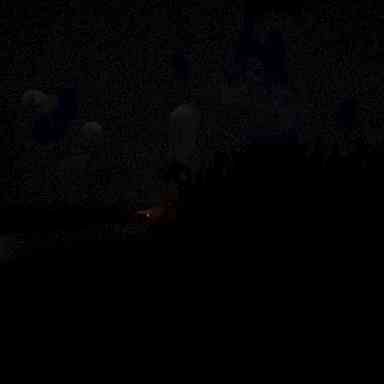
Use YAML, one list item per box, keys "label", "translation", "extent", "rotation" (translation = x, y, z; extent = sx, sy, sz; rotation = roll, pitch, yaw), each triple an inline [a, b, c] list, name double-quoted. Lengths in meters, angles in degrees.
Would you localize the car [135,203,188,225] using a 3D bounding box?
- label: "car"
  translation: [-2.296, 1.652, 26.073]
  extent: [1.882, 1.535, 5.008]
  rotation: [1, 0, 36]
